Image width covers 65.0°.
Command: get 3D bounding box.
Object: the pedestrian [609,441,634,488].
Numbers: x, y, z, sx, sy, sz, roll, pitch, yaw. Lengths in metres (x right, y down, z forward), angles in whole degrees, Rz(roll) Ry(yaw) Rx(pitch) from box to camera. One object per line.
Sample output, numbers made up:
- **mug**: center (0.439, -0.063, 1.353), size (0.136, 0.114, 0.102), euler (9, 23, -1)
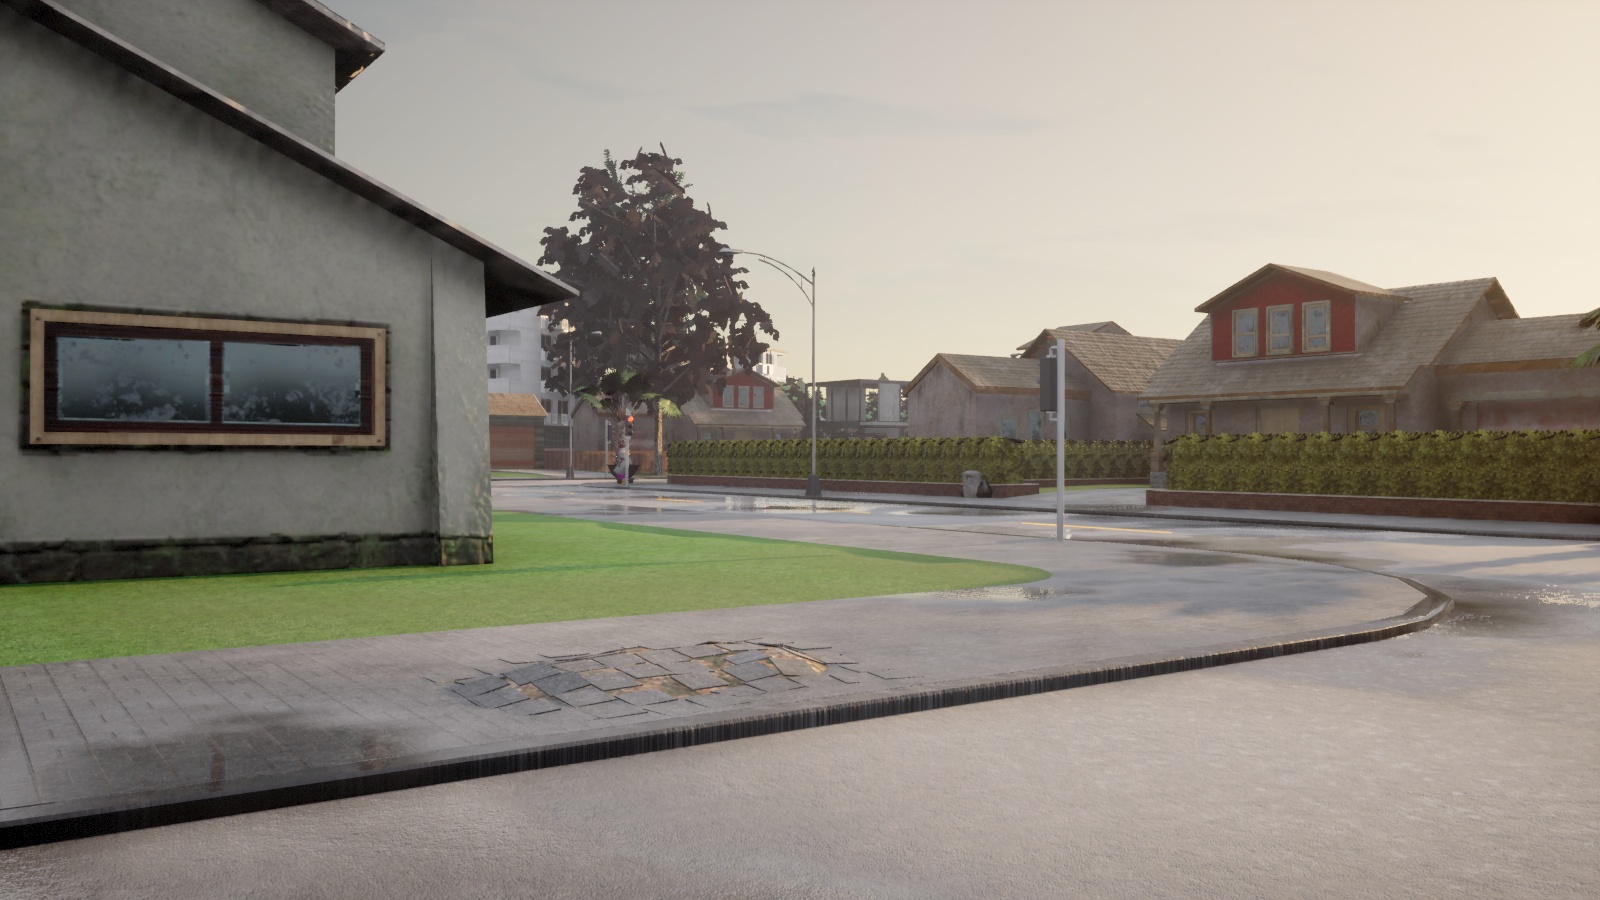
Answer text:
- **pedestrian**: center (-7.546, 0.600, 53.057), size (0.873, 1.952, 0.659), euler (0, 0, 7)
